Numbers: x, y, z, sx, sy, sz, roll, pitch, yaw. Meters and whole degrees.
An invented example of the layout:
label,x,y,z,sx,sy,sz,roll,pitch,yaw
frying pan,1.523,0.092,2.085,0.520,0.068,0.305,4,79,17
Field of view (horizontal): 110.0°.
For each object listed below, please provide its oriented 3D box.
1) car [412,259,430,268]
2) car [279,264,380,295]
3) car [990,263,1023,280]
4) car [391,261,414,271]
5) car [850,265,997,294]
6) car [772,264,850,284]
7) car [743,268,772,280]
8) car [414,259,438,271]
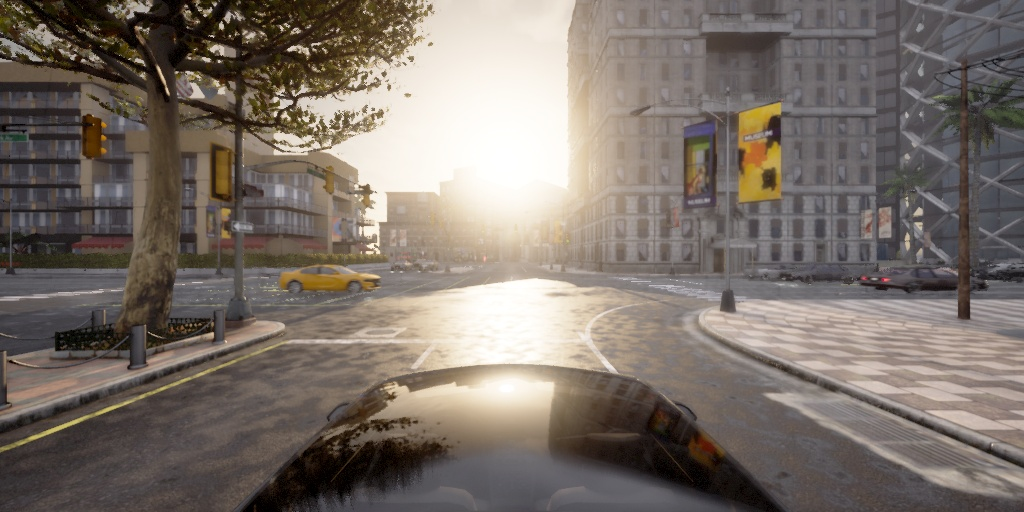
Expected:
label,x,y,z,sx,sy,sz,roll,pitch,yaw
car,-15.016,1.248,59.451,1.837,1.490,4.892,0,0,1
car,-9.693,1.212,19.278,5.008,1.535,1.882,0,0,0
car,41.261,1.272,29.987,4.674,1.442,1.812,0,0,0
car,-15.025,1.308,49.025,1.994,1.385,4.181,0,0,1
car,22.120,1.297,19.434,5.357,1.411,2.033,0,0,0
car,22.822,1.294,26.540,5.357,1.411,2.033,0,0,0
car,22.188,1.347,30.036,4.718,1.301,1.895,0,0,0
car,-11.515,1.236,49.714,2.128,1.511,4.902,0,0,1
